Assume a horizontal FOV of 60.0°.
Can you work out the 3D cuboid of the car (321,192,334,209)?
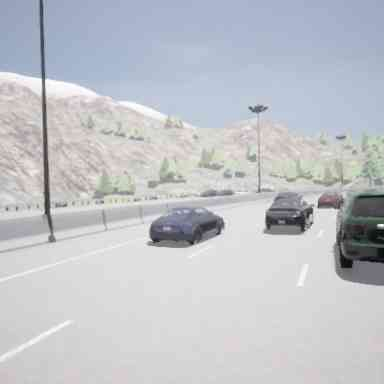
[{"bbox_3d":[13.343,0.684,31.624,1.994,1.385,4.181,-1,1,33],"label":"car"}]

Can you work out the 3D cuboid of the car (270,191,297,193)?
[{"bbox_3d":[9.363,0.714,31.871,1.837,1.490,4.892,-1,2,32],"label":"car"}]

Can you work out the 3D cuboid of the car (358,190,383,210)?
[{"bbox_3d":[15.651,0.625,28.731,1.837,1.490,4.892,-1,2,32],"label":"car"}]

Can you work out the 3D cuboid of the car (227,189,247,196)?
[{"bbox_3d":[8.230,0.343,54.790,1.812,1.442,4.674,-1,1,39],"label":"car"}]

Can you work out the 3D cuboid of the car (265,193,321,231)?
[{"bbox_3d":[5.142,1.064,17.183,2.128,1.511,4.902,-1,1,27],"label":"car"}]

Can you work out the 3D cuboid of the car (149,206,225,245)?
[{"bbox_3d":[-0.089,1.307,14.402,1.994,1.385,4.181,-1,1,25],"label":"car"}]

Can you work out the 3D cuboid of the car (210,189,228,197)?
[{"bbox_3d":[5.742,0.334,57.290,1.837,1.490,4.892,-1,1,39],"label":"car"}]

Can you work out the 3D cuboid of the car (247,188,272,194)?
[{"bbox_3d":[11.210,0.135,52.887,2.097,1.767,4.553,0,1,39],"label":"car"}]

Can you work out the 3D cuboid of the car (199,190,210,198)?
[{"bbox_3d":[3.290,0.345,59.794,1.837,1.490,4.892,-1,1,39],"label":"car"}]

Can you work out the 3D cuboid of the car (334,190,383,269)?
[{"bbox_3d":[5.445,0.923,9.724,2.150,2.045,5.566,-1,1,23],"label":"car"}]
